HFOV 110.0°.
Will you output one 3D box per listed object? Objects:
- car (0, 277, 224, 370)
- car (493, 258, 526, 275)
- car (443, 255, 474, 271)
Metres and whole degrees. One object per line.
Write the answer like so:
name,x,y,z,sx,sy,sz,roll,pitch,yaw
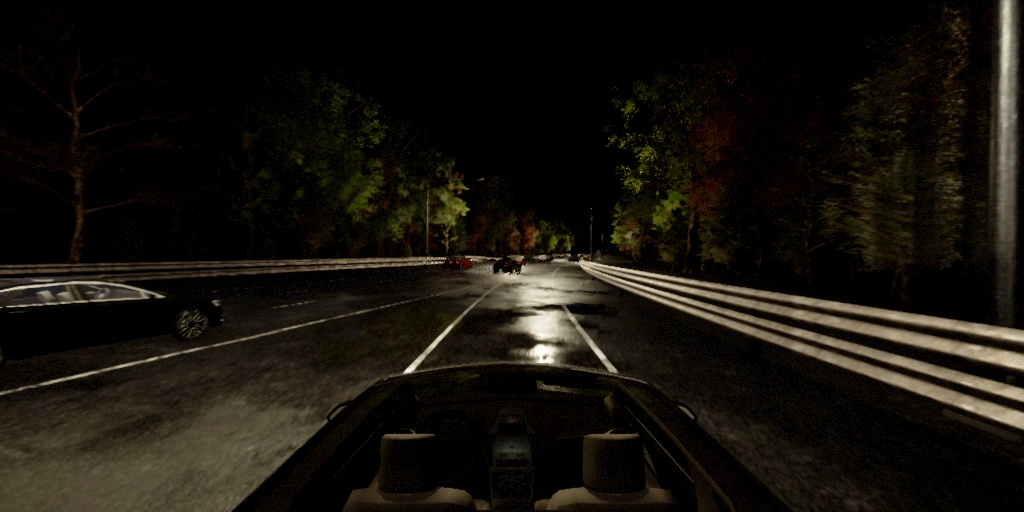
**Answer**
car,-8.410,1.139,6.843,2.128,1.511,4.902,1,0,16
car,-0.356,1.003,34.769,1.837,1.490,4.892,1,1,16
car,-5.984,0.716,40.485,2.097,1.767,4.553,1,1,16
